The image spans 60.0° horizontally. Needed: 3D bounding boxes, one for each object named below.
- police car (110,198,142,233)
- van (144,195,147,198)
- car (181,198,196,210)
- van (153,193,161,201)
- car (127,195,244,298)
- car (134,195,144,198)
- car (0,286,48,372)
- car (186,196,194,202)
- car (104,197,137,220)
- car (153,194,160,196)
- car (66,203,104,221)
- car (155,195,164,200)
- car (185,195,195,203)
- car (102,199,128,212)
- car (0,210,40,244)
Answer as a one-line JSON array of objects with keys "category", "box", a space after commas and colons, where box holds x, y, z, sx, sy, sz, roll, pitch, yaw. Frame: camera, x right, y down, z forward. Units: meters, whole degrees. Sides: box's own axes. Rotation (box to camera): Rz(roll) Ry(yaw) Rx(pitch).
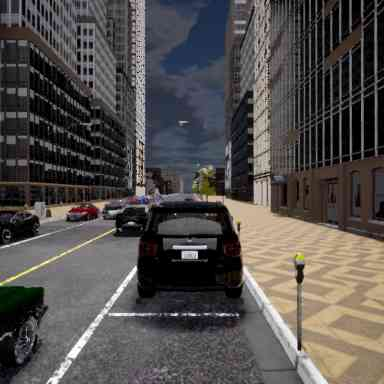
[{"category": "police car", "box": [-3.146, 1.421, 19.715, 1.930, 1.638, 5.238, 0, 0, 0]}, {"category": "van", "box": [-8.832, 1.315, 55.645, 1.690, 1.788, 3.998, 0, 0, 0]}, {"category": "car", "box": [-0.452, 1.548, 44.248, 1.947, 1.339, 4.313, 0, 0, 0]}, {"category": "van", "box": [-8.831, 1.286, 84.106, 1.690, 1.788, 3.998, 0, 0, 0]}, {"category": "car", "box": [-0.039, 1.227, 8.679, 2.150, 2.045, 5.566, 0, 0, 0]}, {"category": "car", "box": [-8.833, 1.523, 49.953, 1.887, 1.381, 4.507, 0, 0, 0]}, {"category": "car", "box": [-3.049, 1.601, 2.790, 1.895, 1.301, 4.718, 0, 0, 0]}, {"category": "car", "box": [-0.452, 1.533, 78.399, 1.802, 1.307, 4.206, 0, 0, 0]}, {"category": "car", "box": [-6.244, 1.483, 28.434, 2.128, 1.511, 4.902, 0, 0, 0]}, {"category": "car", "box": [-8.832, 1.391, 78.413, 1.967, 1.590, 4.097, 0, 0, 0]}, {"category": "car", "box": [-8.832, 1.575, 27.183, 1.802, 1.307, 4.206, 0, 0, 0]}, {"category": "car", "box": [-8.833, 1.504, 89.799, 1.947, 1.339, 4.313, 0, 0, 0]}, {"category": "car", "box": [-0.451, 1.403, 67.015, 1.967, 1.590, 4.097, 0, 0, 0]}, {"category": "car", "box": [-8.833, 1.537, 38.569, 2.008, 1.369, 4.403, 0, 0, 0]}, {"category": "car", "box": [-8.833, 1.564, 15.800, 1.947, 1.339, 4.313, 0, 0, 0]}]
